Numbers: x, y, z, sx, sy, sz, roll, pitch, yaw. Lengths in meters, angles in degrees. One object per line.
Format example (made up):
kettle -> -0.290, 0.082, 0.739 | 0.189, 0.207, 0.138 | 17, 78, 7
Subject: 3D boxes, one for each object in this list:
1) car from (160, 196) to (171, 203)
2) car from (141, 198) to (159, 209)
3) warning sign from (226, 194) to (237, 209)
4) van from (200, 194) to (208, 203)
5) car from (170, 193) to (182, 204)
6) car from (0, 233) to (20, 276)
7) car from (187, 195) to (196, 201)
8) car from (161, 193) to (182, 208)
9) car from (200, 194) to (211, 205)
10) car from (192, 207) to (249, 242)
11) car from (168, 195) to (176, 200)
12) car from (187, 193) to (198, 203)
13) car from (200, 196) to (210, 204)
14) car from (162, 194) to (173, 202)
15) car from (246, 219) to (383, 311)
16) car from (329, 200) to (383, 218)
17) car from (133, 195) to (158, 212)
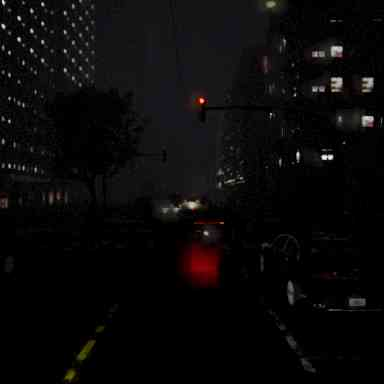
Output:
car -> -5.762, 1.628, 73.094 | 1.947, 1.339, 4.313 | 0, 0, 0
car -> -5.736, 1.593, 45.479 | 1.947, 1.339, 4.313 | 0, 0, 0
warning sign -> 5.028, 1.139, 42.091 | 1.300, 1.860, 1.060 | 0, 0, 0
van -> 2.618, 1.403, 73.102 | 1.690, 1.788, 3.998 | 0, 0, 0
car -> -3.084, 1.272, 66.226 | 2.150, 2.045, 5.566 | 0, 0, 0
car -> -5.699, 1.546, 7.568 | 1.887, 1.381, 4.507 | 0, 0, 0
car -> -0.076, 1.448, 79.705 | 2.128, 1.511, 4.902 | 0, 0, 0
car -> -3.139, 1.253, 50.342 | 2.150, 2.045, 5.566 | 0, 0, 0
car -> 2.630, 1.611, 62.055 | 1.947, 1.339, 4.313 | 0, 0, 0
car -> 1.595, 1.510, 16.609 | 1.837, 1.490, 4.892 | -1, 0, 23
car -> -5.783, 1.655, 95.185 | 2.008, 1.369, 4.403 | 0, 0, 0
car -> -0.068, 1.573, 69.698 | 1.812, 1.442, 4.674 | 0, 0, 0
car -> 2.624, 1.578, 67.748 | 1.752, 1.417, 4.829 | 0, 0, 0
car -> -5.768, 1.386, 78.616 | 2.192, 1.841, 5.009 | 0, 0, 0
car -> 2.681, 1.552, 7.576 | 2.008, 1.369, 4.403 | 0, 0, 0
car -> 13.399, 1.350, 26.992 | 4.403, 1.369, 2.008 | -1, 1, -1
car -> -5.731, 1.336, 39.956 | 2.192, 1.841, 5.009 | 0, 0, 0
